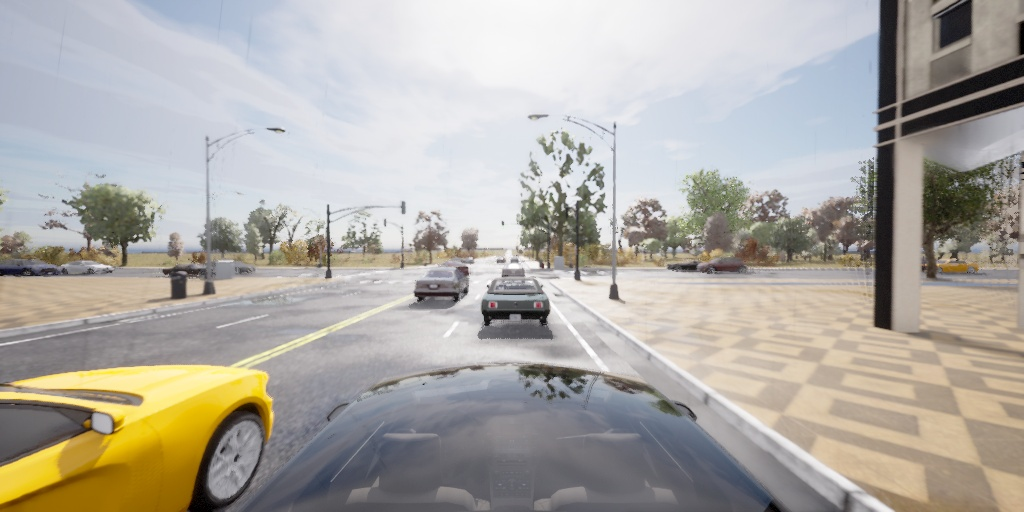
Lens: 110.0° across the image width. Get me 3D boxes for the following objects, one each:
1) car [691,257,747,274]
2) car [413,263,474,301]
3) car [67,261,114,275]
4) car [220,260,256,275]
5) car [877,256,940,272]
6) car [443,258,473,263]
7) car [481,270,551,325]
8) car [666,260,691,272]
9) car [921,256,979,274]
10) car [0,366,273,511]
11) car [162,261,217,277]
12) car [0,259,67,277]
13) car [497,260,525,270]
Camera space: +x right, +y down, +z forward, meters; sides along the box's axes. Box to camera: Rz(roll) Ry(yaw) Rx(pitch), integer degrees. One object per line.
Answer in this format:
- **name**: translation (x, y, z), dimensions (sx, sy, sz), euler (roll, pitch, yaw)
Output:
- **car**: translation (22.002, 0.941, 37.805), dimensions (4.553, 1.767, 2.097), euler (0, 1, 3)
- **car**: translation (-3.154, 1.252, 16.912), dimensions (2.033, 1.411, 5.357), euler (0, 0, 0)
- **car**: translation (-44.997, 1.229, 37.946), dimensions (4.674, 1.442, 1.812), euler (0, 1, 3)
- **car**: translation (-29.283, 1.197, 37.230), dimensions (4.892, 1.490, 1.837), euler (0, 1, 3)
- **car**: translation (44.120, 0.861, 39.961), dimensions (4.553, 1.767, 2.097), euler (0, 1, 3)
- **car**: translation (-5.646, 1.208, 33.280), dimensions (1.882, 1.535, 5.008), euler (0, 1, -28)
- **car**: translation (0.097, 1.321, 11.703), dimensions (1.895, 1.301, 4.718), euler (0, 0, 0)
- **car**: translation (20.308, 1.132, 41.143), dimensions (4.718, 1.301, 1.895), euler (0, 1, 3)
- **car**: translation (44.369, 1.045, 36.696), dimensions (5.008, 1.535, 1.882), euler (0, 1, 3)
- **car**: translation (-3.150, 1.229, 1.297), dimensions (1.882, 1.535, 5.008), euler (0, 0, 0)
- **car**: translation (-30.094, 1.353, 34.013), dimensions (4.718, 1.301, 1.895), euler (0, 1, 3)
- **car**: translation (-46.878, 1.114, 34.772), dimensions (4.553, 1.767, 2.097), euler (0, 1, 3)
- **car**: translation (0.087, 1.261, 28.262), dimensions (2.033, 1.411, 5.357), euler (0, -1, 0)
